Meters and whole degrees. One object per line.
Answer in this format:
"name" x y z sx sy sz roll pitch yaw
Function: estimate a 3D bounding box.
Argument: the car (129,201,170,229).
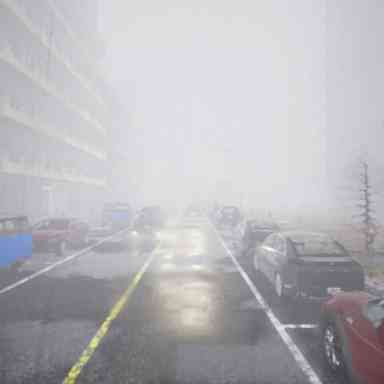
"car" -2.997 1.759 24.488 2.097 1.767 4.553 0 -1 0

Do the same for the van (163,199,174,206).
"van" -5.677 2.423 74.769 1.690 1.788 3.998 0 -1 0

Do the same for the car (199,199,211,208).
"car" 2.703 2.313 69.246 2.192 1.841 5.009 0 -1 0

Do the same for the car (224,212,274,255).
"car" 2.695 1.746 14.020 2.008 1.369 4.403 0 -1 0

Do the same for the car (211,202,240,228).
"car" 2.697 1.790 25.065 1.967 1.590 4.097 0 -1 0

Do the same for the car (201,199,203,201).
"car" 2.701 2.302 52.675 2.008 1.369 4.403 0 -1 0

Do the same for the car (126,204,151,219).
"car" -5.683 2.058 36.110 2.008 1.369 4.403 0 -1 0

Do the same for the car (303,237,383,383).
"car" 2.694 1.483 2.976 1.967 1.590 4.097 0 -1 0

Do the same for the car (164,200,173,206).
"car" -5.676 2.689 80.119 1.752 1.417 4.829 0 -1 0

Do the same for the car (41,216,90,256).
"car" -5.686 1.740 14.022 1.887 1.381 4.507 0 -1 0

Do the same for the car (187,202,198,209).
"car" 0.107 2.486 61.676 1.895 1.301 4.718 0 -1 0

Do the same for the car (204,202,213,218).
"car" 2.698 2.073 36.109 1.947 1.339 4.313 0 -1 0

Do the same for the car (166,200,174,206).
"car" -5.676 2.818 85.810 1.947 1.339 4.313 0 -1 0

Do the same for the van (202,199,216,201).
"van" 2.700 2.010 47.157 1.690 1.788 3.998 0 -1 0

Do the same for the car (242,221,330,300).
"car" 2.694 1.670 8.497 2.008 1.369 4.403 0 -1 0

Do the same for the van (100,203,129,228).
"van" -5.684 1.691 25.069 1.690 1.788 3.998 0 -1 0

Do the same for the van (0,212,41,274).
"van" -5.686 1.460 8.502 1.690 1.788 3.998 0 -1 0

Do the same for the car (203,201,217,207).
"car" 2.699 2.132 41.631 1.887 1.381 4.507 0 -1 0

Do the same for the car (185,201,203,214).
"car" 0.106 2.163 43.561 2.033 1.411 5.357 0 -1 0
